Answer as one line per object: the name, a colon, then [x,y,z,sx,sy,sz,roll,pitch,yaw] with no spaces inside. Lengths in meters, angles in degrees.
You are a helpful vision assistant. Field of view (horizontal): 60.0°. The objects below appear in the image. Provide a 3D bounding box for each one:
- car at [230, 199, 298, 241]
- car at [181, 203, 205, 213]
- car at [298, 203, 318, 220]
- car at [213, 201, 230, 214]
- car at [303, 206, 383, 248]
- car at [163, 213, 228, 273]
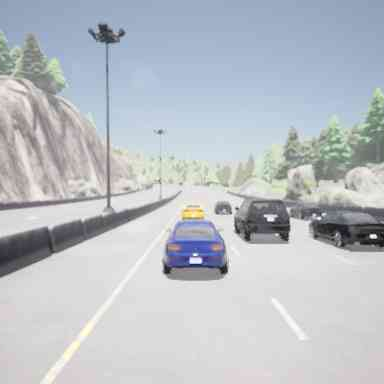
car: [3.604,1.378,17.880,2.150,2.045,5.566,0,-1,0]
car: [0.110,1.719,28.987,1.882,1.535,5.008,0,0,0]
car: [10.610,1.758,31.224,1.837,1.490,4.892,0,0,0]
car: [3.613,1.788,39.611,1.837,1.490,4.892,0,0,0]
car: [7.105,1.614,15.496,1.882,1.535,5.008,0,-1,0]
car: [0.090,1.622,10.908,1.812,1.442,4.674,0,-1,0]
